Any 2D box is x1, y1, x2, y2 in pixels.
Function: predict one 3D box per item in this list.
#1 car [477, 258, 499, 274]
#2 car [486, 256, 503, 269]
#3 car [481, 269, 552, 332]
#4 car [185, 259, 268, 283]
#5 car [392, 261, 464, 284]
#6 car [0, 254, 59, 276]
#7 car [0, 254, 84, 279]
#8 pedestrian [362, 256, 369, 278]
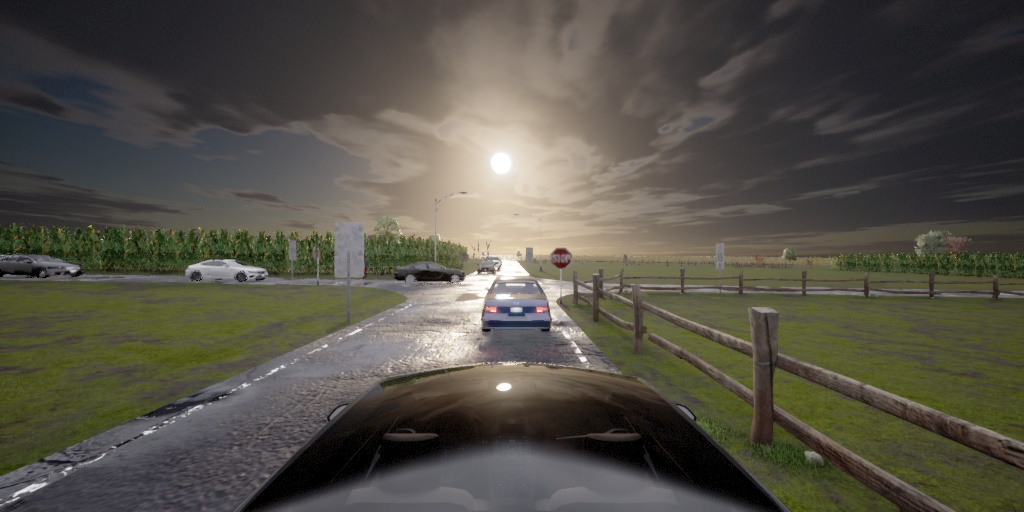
[{"bbox_3d":[-2.850,1.262,40.889,1.837,1.490,4.892,0,0,0],"label":"car"},{"bbox_3d":[-2.833,0.978,51.615,2.150,2.045,5.566,0,0,0],"label":"car"},{"bbox_3d":[0.101,1.299,10.845,2.033,1.411,5.357,0,0,0],"label":"car"},{"bbox_3d":[-18.703,0.959,23.573,4.674,1.442,1.812,1,-1,0],"label":"car"},{"bbox_3d":[-5.862,1.163,25.447,5.008,1.535,1.882,1,1,-24],"label":"car"},{"bbox_3d":[-37.277,0.623,26.471,4.902,1.511,2.128,1,-1,0],"label":"car"},{"bbox_3d":[-31.234,0.703,23.543,4.902,1.511,2.128,1,-1,0],"label":"car"},{"bbox_3d":[-12.164,0.891,29.567,0.375,1.860,0.375,0,-2,0],"label":"pedestrian"}]
